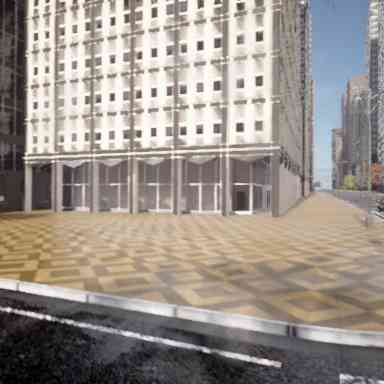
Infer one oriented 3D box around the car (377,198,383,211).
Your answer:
[{"bbox_3d":[19.027,1.242,31.676,2.033,1.411,5.357,0,1,20],"label":"car"}]
